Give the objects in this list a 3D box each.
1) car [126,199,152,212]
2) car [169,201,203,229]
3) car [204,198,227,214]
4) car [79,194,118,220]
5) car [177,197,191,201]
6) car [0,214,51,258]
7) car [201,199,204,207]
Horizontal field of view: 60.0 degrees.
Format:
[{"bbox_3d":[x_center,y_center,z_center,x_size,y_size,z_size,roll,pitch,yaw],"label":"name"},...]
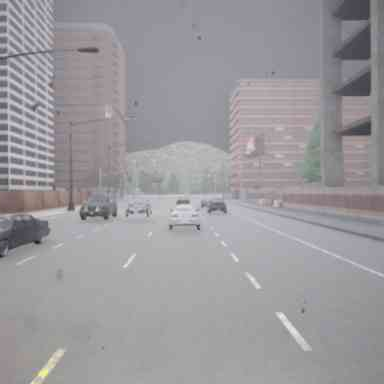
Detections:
[{"bbox_3d":[-4.248,1.188,27.032,1.812,1.442,4.674,0,0,-2],"label":"car"},{"bbox_3d":[-0.480,1.511,21.219,1.812,1.442,4.674,0,0,-2],"label":"car"},{"bbox_3d":[2.580,1.455,35.254,1.837,1.490,4.892,0,0,-1],"label":"car"},{"bbox_3d":[-7.874,1.253,28.588,2.150,2.045,5.566,0,1,-1],"label":"car"},{"bbox_3d":[-1.193,1.446,46.328,1.882,1.535,5.008,0,0,-2],"label":"car"},{"bbox_3d":[-7.453,1.594,13.247,2.033,1.411,5.357,0,0,-1],"label":"car"},{"bbox_3d":[2.214,1.543,46.986,1.895,1.301,4.718,0,0,-1],"label":"car"}]
